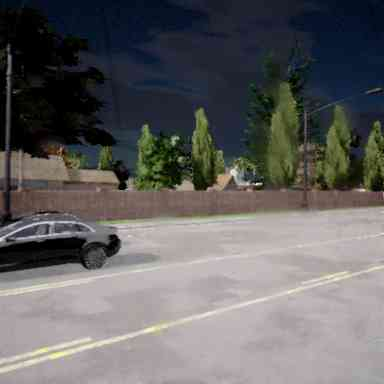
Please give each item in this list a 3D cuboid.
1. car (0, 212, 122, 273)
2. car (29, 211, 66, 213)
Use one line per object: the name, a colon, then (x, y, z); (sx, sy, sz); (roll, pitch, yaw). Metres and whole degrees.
car: (-4.434, 1.490, 9.429); (4.902, 1.511, 2.128); (0, 0, -35)
car: (-5.895, 1.502, 12.686); (4.892, 1.490, 1.837); (0, 0, -35)
